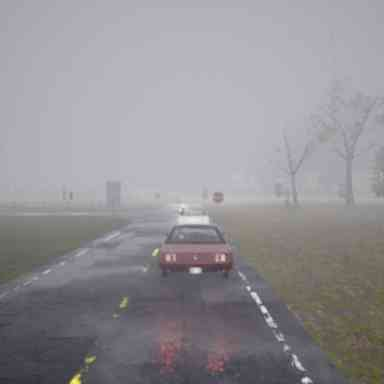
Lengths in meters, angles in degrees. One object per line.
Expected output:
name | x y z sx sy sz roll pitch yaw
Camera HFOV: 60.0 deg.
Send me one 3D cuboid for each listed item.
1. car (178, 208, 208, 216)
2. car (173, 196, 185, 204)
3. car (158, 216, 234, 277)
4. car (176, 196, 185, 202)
car | 0.055 1.672 21.577 1.895 1.301 4.718 0 0 -1
car | -2.803 1.708 67.661 1.837 1.490 4.892 0 0 0
car | 0.093 1.636 10.328 1.895 1.301 4.718 0 0 0
car | -2.812 1.711 82.868 1.882 1.535 5.008 0 0 0
